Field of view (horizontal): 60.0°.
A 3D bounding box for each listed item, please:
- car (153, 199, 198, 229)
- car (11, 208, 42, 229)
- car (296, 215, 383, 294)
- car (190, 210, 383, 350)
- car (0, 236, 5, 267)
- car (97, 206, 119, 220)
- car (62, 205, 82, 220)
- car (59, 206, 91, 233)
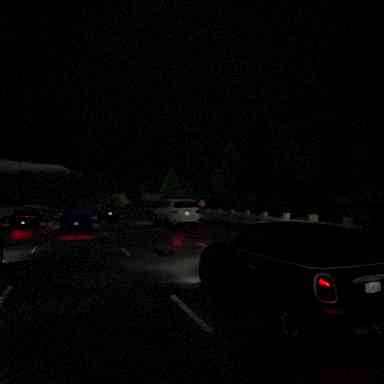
[{"bbox_3d":[-1.277,1.541,24.761,2.150,2.045,5.566,0,-1,-21],"label":"car"},{"bbox_3d":[-13.129,2.016,26.443,1.837,1.490,4.892,0,-1,-21],"label":"car"},{"bbox_3d":[4.959,1.491,8.219,1.882,1.535,5.008,0,0,-21],"label":"car"},{"bbox_3d":[1.801,1.382,6.671,2.097,1.767,4.553,0,0,-21],"label":"car"},{"bbox_3d":[-6.540,1.487,8.950,2.097,1.767,4.553,0,-1,-21],"label":"car"},{"bbox_3d":[-8.846,2.187,34.929,1.994,1.385,4.181,0,-1,-21],"label":"car"},{"bbox_3d":[-13.705,2.298,37.896,2.033,1.411,5.357,0,-1,-21],"label":"car"},{"bbox_3d":[-7.966,1.844,22.664,1.882,1.535,5.008,0,-1,-21],"label":"car"}]
